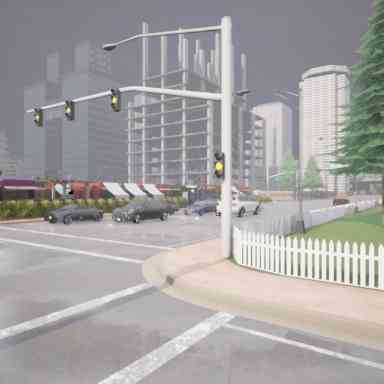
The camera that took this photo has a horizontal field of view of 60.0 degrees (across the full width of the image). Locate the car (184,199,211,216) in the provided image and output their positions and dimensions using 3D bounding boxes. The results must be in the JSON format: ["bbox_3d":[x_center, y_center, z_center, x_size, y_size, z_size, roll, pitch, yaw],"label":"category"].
[{"bbox_3d":[1.078,1.526,32.421,1.812,1.442,4.674,0,0,34],"label":"car"}]

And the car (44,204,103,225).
[{"bbox_3d":[-8.588,1.564,24.410,1.994,1.385,4.181,0,0,34],"label":"car"}]

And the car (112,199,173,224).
[{"bbox_3d":[-3.874,1.352,25.127,2.097,1.767,4.553,0,0,34],"label":"car"}]

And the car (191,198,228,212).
[{"bbox_3d":[2.242,1.547,40.399,2.033,1.411,5.357,0,0,34],"label":"car"}]

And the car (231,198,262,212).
[{"bbox_3d":[6.715,1.505,40.747,1.837,1.490,4.892,0,0,34],"label":"car"}]

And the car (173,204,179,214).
[{"bbox_3d":[-3.405,1.547,32.064,2.033,1.411,5.357,0,0,34],"label":"car"}]

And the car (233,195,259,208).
[{"bbox_3d":[7.945,1.352,48.751,2.097,1.767,4.553,0,0,35],"label":"car"}]

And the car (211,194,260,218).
[{"bbox_3d":[4.341,1.221,30.661,2.150,2.045,5.566,0,0,34],"label":"car"}]

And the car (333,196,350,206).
[{"bbox_3d":[24.122,1.478,53.636,1.882,1.535,5.008,0,0,34],"label":"car"}]
